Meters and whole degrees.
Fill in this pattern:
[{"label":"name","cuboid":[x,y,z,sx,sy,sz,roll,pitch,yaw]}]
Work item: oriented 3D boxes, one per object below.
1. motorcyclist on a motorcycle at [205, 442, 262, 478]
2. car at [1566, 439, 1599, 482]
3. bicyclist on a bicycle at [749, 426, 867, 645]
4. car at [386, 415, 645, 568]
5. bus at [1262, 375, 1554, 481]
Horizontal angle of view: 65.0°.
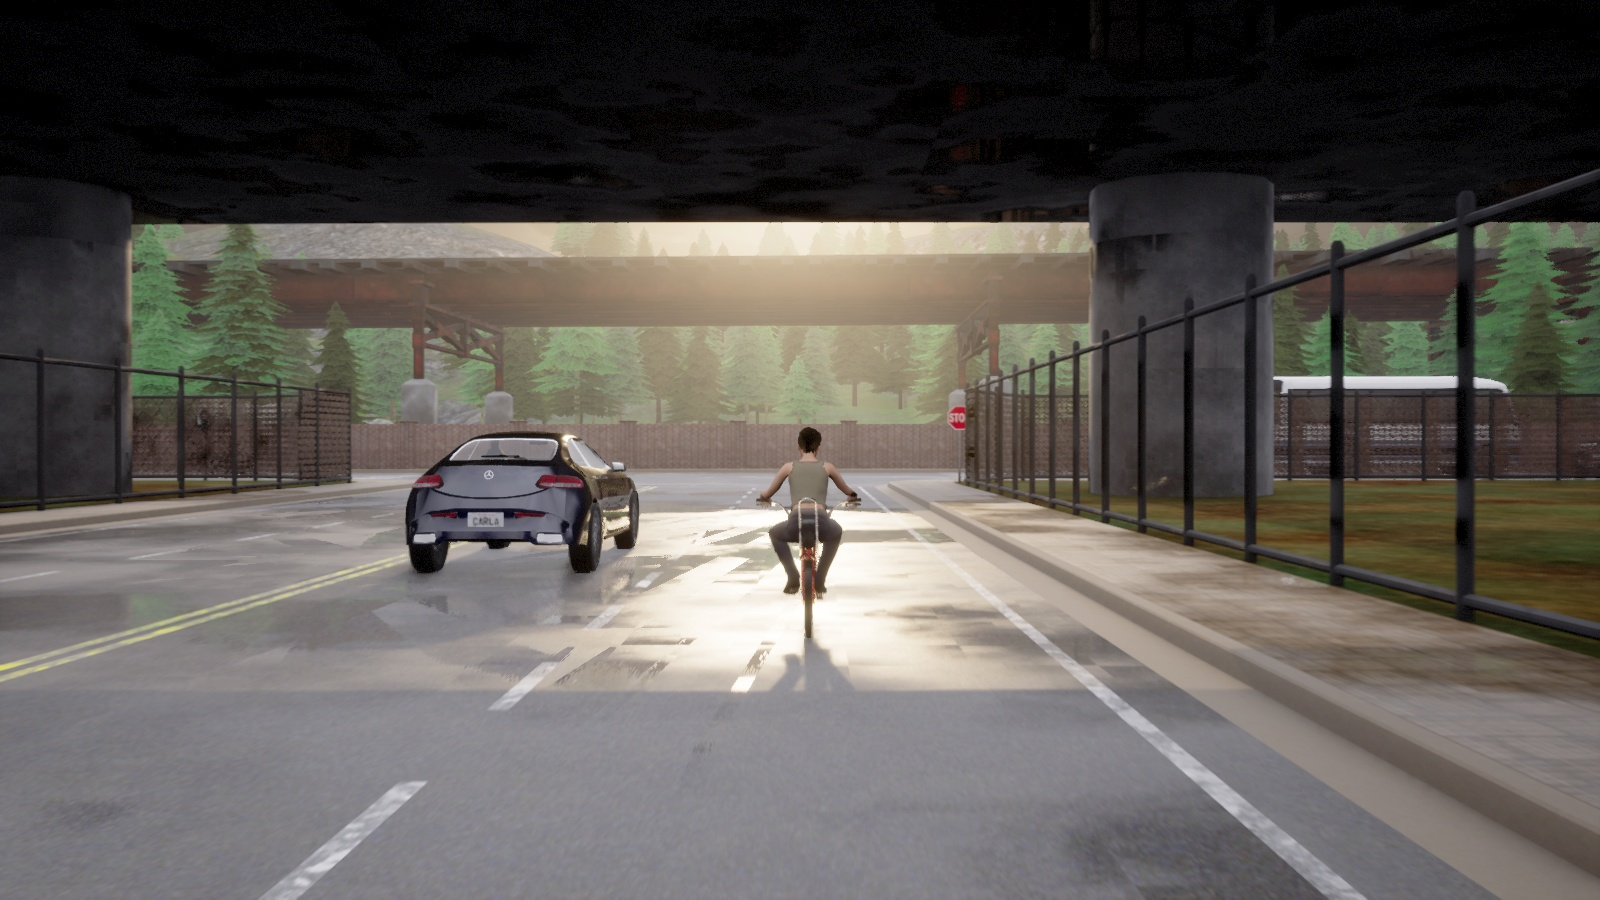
[{"label":"motorcyclist on a motorcycle","cuboid":[-24.043,0.409,53.335,2.044,1.523,0.797,0,0,0]},{"label":"car","cuboid":[32.398,0.396,48.918,3.988,1.617,1.851,0,0,1]},{"label":"bicyclist on a bicycle","cuboid":[0.069,0.627,9.998,0.866,1.612,1.509,0,0,1]},{"label":"car","cuboid":[-3.393,0.432,16.106,2.152,1.651,5.027,0,0,0]},{"label":"bus","cuboid":[25.172,-0.905,52.523,10.273,4.253,3.944,0,0,1]}]
